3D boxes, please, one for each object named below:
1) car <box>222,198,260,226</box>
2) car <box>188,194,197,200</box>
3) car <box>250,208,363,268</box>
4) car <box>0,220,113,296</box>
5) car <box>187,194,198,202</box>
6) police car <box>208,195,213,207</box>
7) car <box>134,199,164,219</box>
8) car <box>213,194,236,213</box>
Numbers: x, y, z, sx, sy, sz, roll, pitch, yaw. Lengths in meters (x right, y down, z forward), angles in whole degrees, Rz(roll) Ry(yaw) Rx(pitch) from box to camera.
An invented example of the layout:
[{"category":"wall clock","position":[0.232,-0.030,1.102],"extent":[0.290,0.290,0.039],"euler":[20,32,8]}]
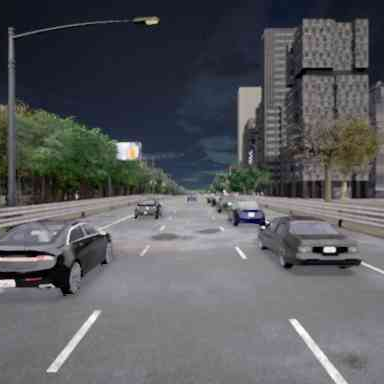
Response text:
[{"category":"car","position":[3.501,1.363,21.994],"extent":[2.163,1.488,4.792],"euler":[0,0,0]},{"category":"car","position":[0.045,1.301,83.468],"extent":[2.128,1.511,4.902],"euler":[0,-1,0]},{"category":"car","position":[3.501,1.491,10.964],"extent":[2.033,1.411,5.357],"euler":[0,0,0]},{"category":"car","position":[-3.402,1.453,8.538],"extent":[2.128,1.511,4.902],"euler":[0,0,0]},{"category":"car","position":[0.025,1.209,64.839],"extent":[1.812,1.442,4.674],"euler":[0,0,0]},{"category":"police car","position":[3.503,1.119,44.071],"extent":[1.930,1.638,5.238],"euler":[0,0,0]},{"category":"car","position":[-3.401,1.315,26.754],"extent":[2.128,1.511,4.902],"euler":[0,0,0]},{"category":"car","position":[3.502,1.128,32.933],"extent":[2.097,1.767,4.553],"euler":[0,0,0]}]
